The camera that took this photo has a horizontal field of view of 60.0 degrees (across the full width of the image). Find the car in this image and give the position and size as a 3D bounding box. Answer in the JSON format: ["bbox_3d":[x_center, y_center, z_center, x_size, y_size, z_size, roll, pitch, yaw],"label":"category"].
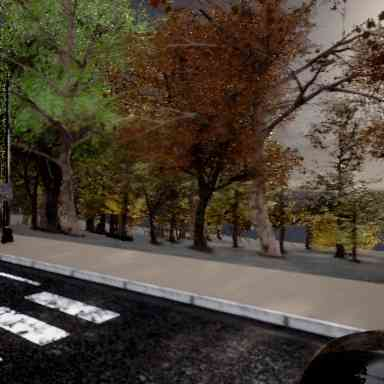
[{"bbox_3d":[2.971,1.494,1.563,4.892,1.490,1.837,0,0,36],"label":"car"}]
